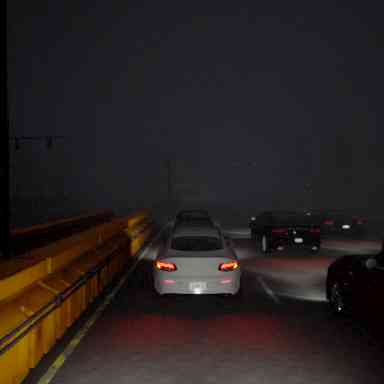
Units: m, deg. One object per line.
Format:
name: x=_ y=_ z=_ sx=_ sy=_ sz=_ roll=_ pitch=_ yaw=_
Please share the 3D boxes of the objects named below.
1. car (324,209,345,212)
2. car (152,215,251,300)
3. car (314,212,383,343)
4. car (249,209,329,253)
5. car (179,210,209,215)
car: x=7.088 y=1.564 z=17.294 sx=1.994 sy=1.385 sz=4.181 roll=0 pitch=0 yaw=0
car: x=0.094 y=1.526 z=8.284 sx=1.812 sy=1.442 sz=4.674 roll=0 pitch=0 yaw=0
car: x=3.594 y=1.352 z=4.507 sx=2.097 sy=1.767 sz=4.553 roll=0 pitch=0 yaw=0
car: x=3.591 y=1.478 z=13.679 sx=1.882 sy=1.535 sz=5.008 roll=0 pitch=0 yaw=0
car: x=0.088 y=1.601 z=17.406 sx=1.895 sy=1.301 sz=4.718 roll=0 pitch=0 yaw=0
